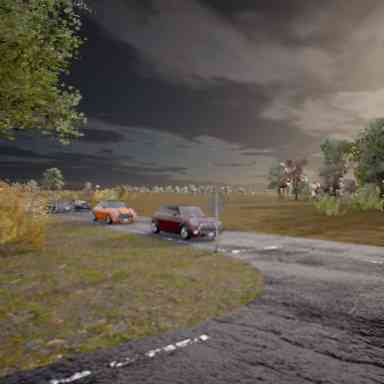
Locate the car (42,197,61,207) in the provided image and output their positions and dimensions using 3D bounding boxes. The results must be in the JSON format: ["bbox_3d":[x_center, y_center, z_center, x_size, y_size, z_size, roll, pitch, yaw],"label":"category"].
[{"bbox_3d":[-23.674,1.692,55.900,1.882,1.535,5.008,1,-1,-35],"label":"car"}]

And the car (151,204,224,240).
[{"bbox_3d":[-0.344,1.473,17.927,2.097,1.767,4.553,1,-1,-36],"label":"car"}]

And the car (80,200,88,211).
[{"bbox_3d":[-14.685,1.730,43.368,1.812,1.442,4.674,1,-1,-36],"label":"car"}]

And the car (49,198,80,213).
[{"bbox_3d":[-15.025,1.631,38.399,2.128,1.511,4.902,1,-1,-35],"label":"car"}]

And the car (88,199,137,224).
[{"bbox_3d":[-6.064,1.481,25.893,2.097,1.767,4.553,1,-1,-36],"label":"car"}]
